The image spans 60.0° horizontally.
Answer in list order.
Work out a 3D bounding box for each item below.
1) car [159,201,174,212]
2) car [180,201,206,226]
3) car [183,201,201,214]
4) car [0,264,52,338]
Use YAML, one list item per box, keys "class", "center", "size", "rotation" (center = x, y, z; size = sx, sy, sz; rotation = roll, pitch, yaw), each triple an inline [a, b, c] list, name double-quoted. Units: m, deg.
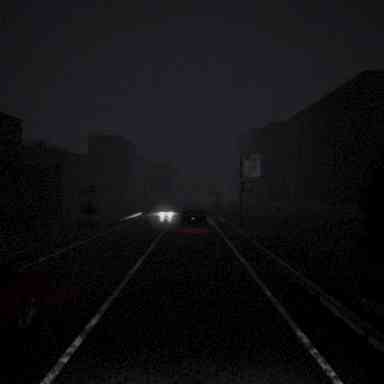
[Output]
- class: "car"
  center: [-3.512, 1.979, 46.949]
  size: [2.128, 1.511, 4.902]
  rotation: [0, -1, 0]
- class: "car"
  center: [0.077, 1.717, 25.410]
  size: [1.882, 1.535, 5.008]
  rotation: [0, -1, 0]
- class: "car"
  center: [0.010, 1.916, 42.039]
  size: [2.128, 1.511, 4.902]
  rotation: [0, -1, 0]
- class: "car"
  center: [-3.596, 1.639, 4.117]
  size: [1.895, 1.301, 4.718]
  rotation: [0, -1, 0]
